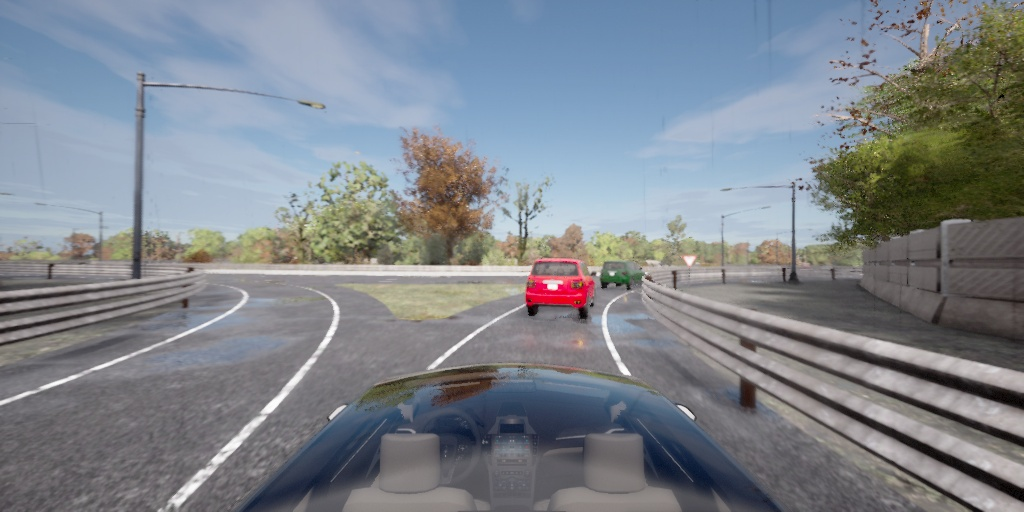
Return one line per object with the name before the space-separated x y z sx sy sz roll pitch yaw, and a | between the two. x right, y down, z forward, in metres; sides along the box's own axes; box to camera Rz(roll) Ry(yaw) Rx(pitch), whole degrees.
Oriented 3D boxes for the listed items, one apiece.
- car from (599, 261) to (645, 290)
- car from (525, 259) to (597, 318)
car | 8.417 1.392 27.104 2.150 2.045 5.566 0 -1 34
car | 2.079 1.158 14.250 2.150 2.045 5.566 0 -1 16
